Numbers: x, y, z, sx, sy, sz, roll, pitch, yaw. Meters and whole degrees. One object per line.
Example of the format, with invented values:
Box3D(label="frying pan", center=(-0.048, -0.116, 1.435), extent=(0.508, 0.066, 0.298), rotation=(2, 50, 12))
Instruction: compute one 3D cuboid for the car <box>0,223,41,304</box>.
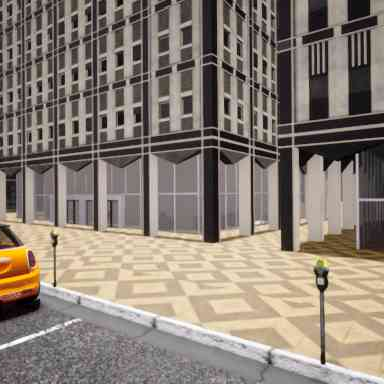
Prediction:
Box3D(label="car", center=(-5.223, 1.352, 6.951), extent=(4.553, 1.767, 2.097), rotation=(0, 0, 35))
